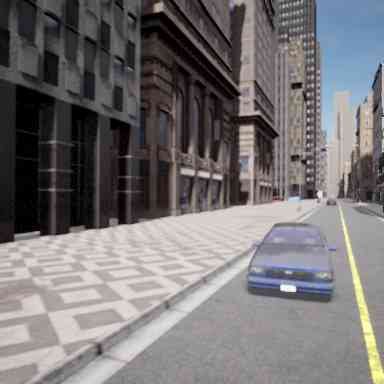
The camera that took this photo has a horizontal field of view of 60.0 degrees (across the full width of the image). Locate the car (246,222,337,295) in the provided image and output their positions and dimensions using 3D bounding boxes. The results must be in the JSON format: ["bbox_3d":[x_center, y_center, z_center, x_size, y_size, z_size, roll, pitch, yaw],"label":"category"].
[{"bbox_3d":[2.894,1.589,9.290,2.033,1.411,5.357,0,0,20],"label":"car"}]

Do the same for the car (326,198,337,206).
[{"bbox_3d":[28.652,2.032,68.234,1.882,1.535,5.008,0,-1,24],"label":"car"}]
